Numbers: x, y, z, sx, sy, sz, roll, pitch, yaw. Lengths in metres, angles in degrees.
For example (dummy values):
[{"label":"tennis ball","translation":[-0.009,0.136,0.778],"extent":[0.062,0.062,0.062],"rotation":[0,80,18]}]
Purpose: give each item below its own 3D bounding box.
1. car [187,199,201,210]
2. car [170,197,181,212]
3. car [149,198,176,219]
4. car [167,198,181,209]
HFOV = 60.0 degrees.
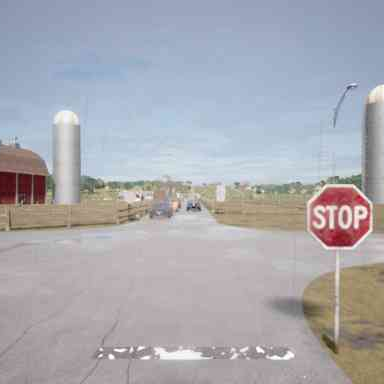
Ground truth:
[{"label":"car","translation":[0.229,1.693,44.352],"extent":[2.033,1.411,5.357],"rotation":[0,0,0]},{"label":"car","translation":[-2.717,1.474,40.294],"extent":[2.097,1.767,4.553],"rotation":[0,0,0]},{"label":"car","translation":[-2.754,1.586,30.595],"extent":[1.837,1.490,4.892],"rotation":[0,0,0]},{"label":"car","translation":[-2.680,1.670,50.435],"extent":[1.882,1.535,5.008],"rotation":[0,-1,0]}]
